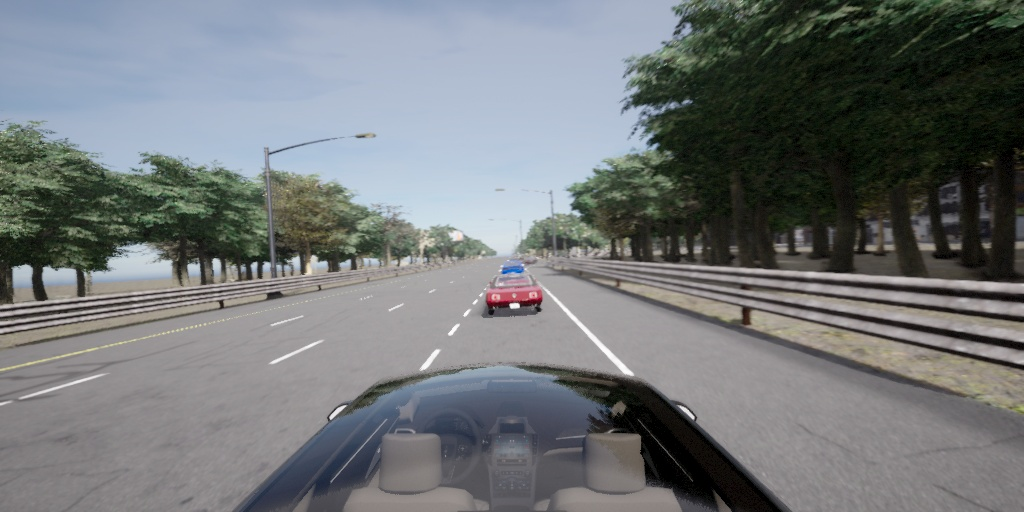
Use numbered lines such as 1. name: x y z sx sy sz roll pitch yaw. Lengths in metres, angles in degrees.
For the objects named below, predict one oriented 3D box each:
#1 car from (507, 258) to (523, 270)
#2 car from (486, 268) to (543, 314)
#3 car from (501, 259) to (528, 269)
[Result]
1. car: 0.522 1.123 52.738 1.837 1.490 4.892 -4 0 5
2. car: 0.081 1.320 13.816 1.895 1.301 4.718 -3 0 0
3. car: 0.077 1.164 30.767 1.882 1.535 5.008 -3 0 0
